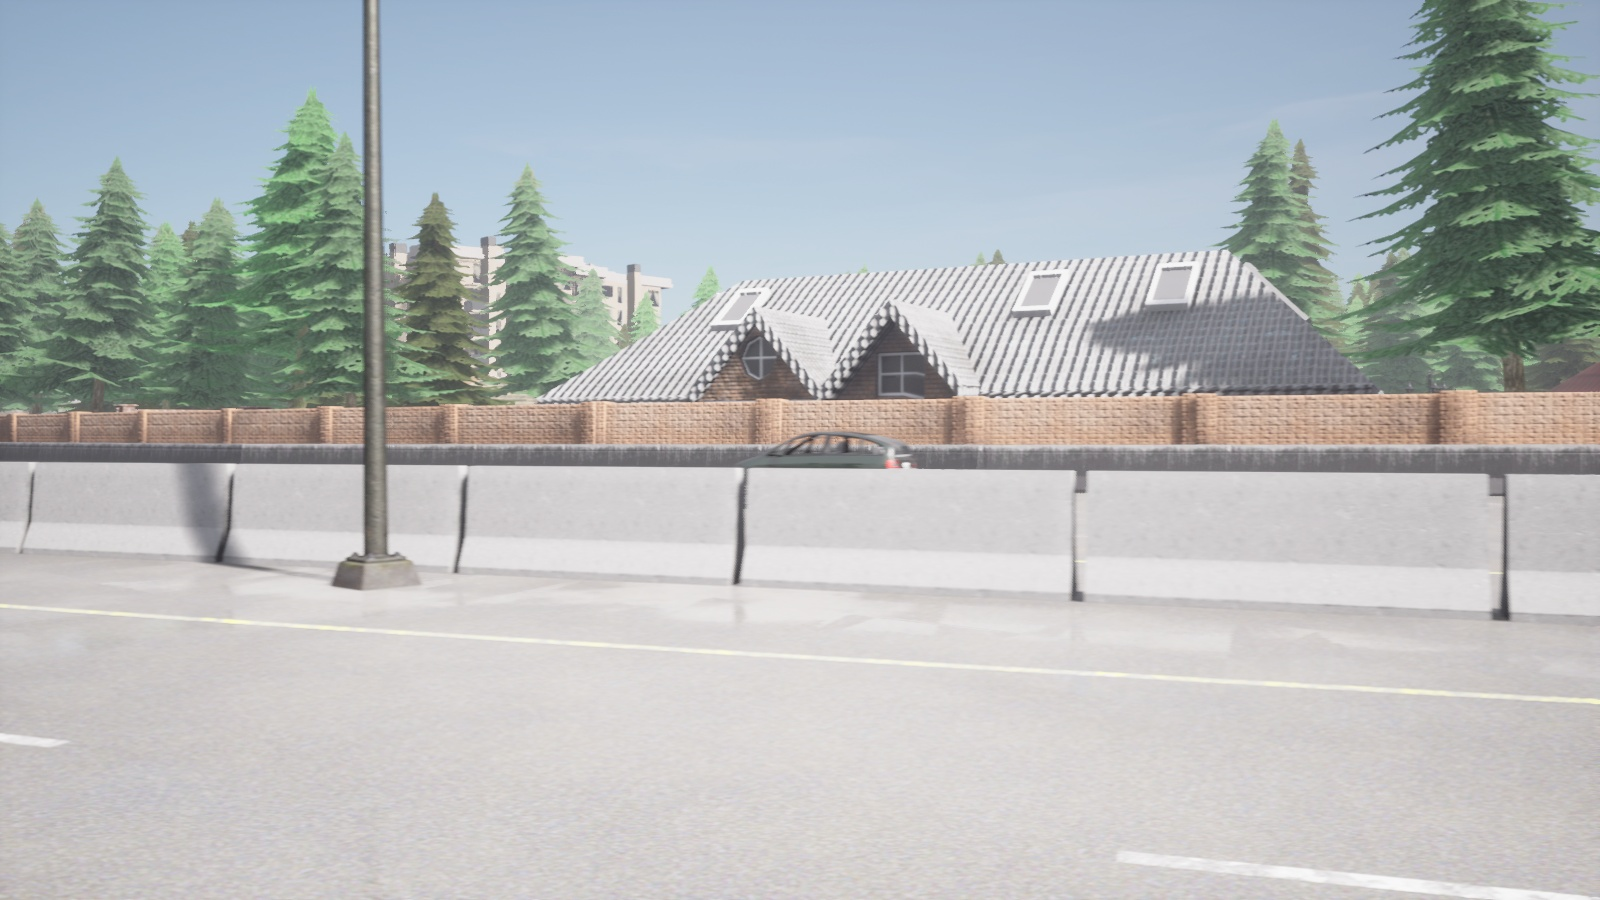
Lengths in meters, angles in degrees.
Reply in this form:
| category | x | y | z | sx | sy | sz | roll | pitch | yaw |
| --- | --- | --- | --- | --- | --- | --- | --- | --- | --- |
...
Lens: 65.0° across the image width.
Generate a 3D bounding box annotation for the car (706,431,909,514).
| category | x | y | z | sx | sy | sz | roll | pitch | yaw |
| --- | --- | --- | --- | --- | --- | --- | --- | --- | --- |
| car | 0.165 | 0.408 | 25.438 | 3.705 | 1.549 | 1.789 | 1 | 1 | 21 |
